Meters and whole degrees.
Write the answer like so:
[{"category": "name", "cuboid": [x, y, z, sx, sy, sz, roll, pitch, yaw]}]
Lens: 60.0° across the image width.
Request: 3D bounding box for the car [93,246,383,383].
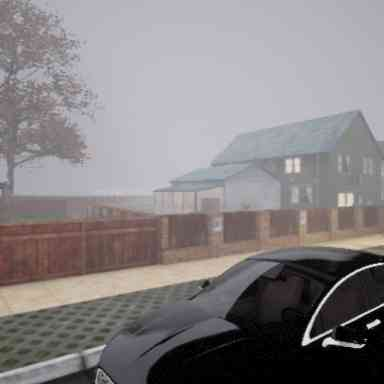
[{"category": "car", "cuboid": [1.319, 1.509, 4.003, 4.892, 1.490, 1.837, 0, 0, -35]}]
